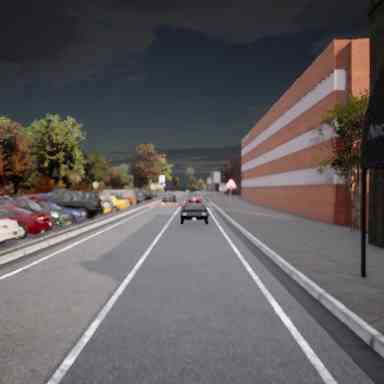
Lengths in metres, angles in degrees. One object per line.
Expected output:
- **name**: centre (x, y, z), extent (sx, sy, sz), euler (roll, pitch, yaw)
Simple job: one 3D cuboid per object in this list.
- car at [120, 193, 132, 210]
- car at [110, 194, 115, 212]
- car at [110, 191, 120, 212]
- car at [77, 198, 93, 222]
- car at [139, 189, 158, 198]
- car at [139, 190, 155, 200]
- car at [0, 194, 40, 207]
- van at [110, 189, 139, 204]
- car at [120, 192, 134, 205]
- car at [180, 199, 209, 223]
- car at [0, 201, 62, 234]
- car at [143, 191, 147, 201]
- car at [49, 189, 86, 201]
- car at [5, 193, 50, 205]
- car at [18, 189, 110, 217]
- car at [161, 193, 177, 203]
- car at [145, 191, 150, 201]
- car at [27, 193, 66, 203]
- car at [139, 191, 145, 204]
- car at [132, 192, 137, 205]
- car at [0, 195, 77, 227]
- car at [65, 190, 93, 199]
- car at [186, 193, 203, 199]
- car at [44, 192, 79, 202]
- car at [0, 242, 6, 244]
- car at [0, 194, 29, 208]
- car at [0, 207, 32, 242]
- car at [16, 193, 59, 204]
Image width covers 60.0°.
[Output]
- **car**: centre (-9.063, 1.128, 32.961), extent (5.366, 1.575, 1.946), euler (0, 1, 0)
- **car**: centre (-9.447, 1.212, 27.311), extent (5.366, 1.575, 1.946), euler (0, 1, 0)
- **car**: centre (-9.286, 1.047, 30.134), extent (4.553, 1.767, 2.185), euler (0, 1, 0)
- **car**: centre (-9.279, 1.340, 21.660), extent (4.674, 1.452, 2.002), euler (0, 1, 0)
- **car**: centre (-9.150, 0.447, 61.211), extent (5.566, 2.045, 2.435), euler (0, 1, 0)
- **car**: centre (-9.187, 0.790, 55.564), extent (5.008, 1.535, 2.097), euler (0, 1, 0)
- **car**: centre (-21.825, 1.034, 41.394), extent (4.792, 1.488, 2.163), euler (0, 1, 0)
- **van**: centre (-9.344, 0.778, 41.434), extent (4.442, 1.987, 1.878), euler (0, 1, 0)
- **car**: centre (-9.427, 1.085, 35.787), extent (5.366, 1.575, 1.946), euler (0, 1, 0)
- **car**: centre (0.165, 1.408, 23.451), extent (1.895, 1.301, 4.718), euler (0, 1, 0)
- **car**: centre (-9.285, 1.384, 16.009), extent (5.008, 1.535, 2.097), euler (0, 1, 0)
- **car**: centre (-9.216, 0.960, 47.089), extent (4.674, 1.452, 2.002), euler (0, 1, 0)
- **car**: centre (-21.731, 0.496, 58.206), extent (5.566, 2.045, 2.435), euler (0, 1, 0)
- **car**: centre (-21.784, 0.962, 44.217), extent (5.008, 1.535, 2.097), euler (0, 1, 0)
- **car**: centre (-9.297, 1.006, 24.481), extent (5.566, 2.045, 2.435), euler (0, 1, 0)
- **car**: centre (-3.099, 0.857, 45.930), extent (1.837, 1.490, 4.892), euler (0, -6, 1)
- **car**: centre (-9.204, 0.917, 49.914), extent (4.674, 1.452, 2.002), euler (0, 1, 0)
- **car**: centre (-21.771, 0.878, 49.864), extent (4.892, 1.521, 2.231), euler (0, 1, 0)
- **car**: centre (-9.191, 0.991, 44.263), extent (4.792, 1.488, 2.163), euler (0, 1, 0)
- **car**: centre (-9.232, 1.086, 38.612), extent (4.674, 1.452, 2.002), euler (0, 1, 0)
- **car**: centre (-9.314, 1.216, 18.832), extent (4.553, 1.767, 2.185), euler (0, 1, 0)
- **car**: centre (-21.682, 0.519, 63.987), extent (4.553, 1.767, 2.185), euler (0, 0, 0)
- **car**: centre (0.292, 0.909, 40.817), extent (2.097, 1.767, 4.553), euler (0, 2, 0)
- **car**: centre (-21.772, 0.791, 55.510), extent (4.892, 1.521, 2.231), euler (0, 1, 0)
- **car**: centre (-3.347, 1.471, 1.922), extent (1.882, 1.535, 5.008), euler (0, 0, 0)
- **car**: centre (-21.807, 1.048, 38.446), extent (5.008, 1.535, 2.097), euler (0, 1, 0)
- **car**: centre (-9.294, 1.467, 13.184), extent (4.674, 1.452, 2.002), euler (0, 1, 0)
- **car**: centre (-21.777, 0.920, 47.040), extent (5.008, 1.535, 2.097), euler (0, 1, 0)
